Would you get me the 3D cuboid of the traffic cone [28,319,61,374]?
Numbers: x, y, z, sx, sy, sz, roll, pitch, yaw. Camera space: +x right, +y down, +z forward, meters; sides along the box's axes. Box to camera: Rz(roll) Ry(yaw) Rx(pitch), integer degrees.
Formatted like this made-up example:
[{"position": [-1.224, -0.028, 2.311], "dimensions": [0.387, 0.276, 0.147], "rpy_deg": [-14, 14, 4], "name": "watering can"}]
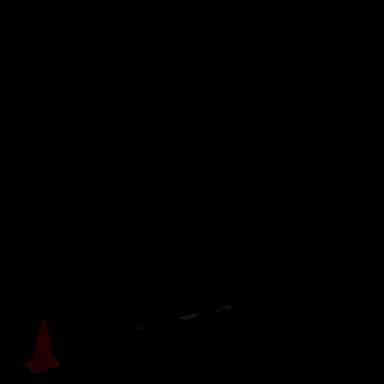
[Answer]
[{"position": [-1.914, 1.940, 4.303], "dimensions": [0.340, 0.580, 0.340], "rpy_deg": [0, 0, -35], "name": "traffic cone"}]
